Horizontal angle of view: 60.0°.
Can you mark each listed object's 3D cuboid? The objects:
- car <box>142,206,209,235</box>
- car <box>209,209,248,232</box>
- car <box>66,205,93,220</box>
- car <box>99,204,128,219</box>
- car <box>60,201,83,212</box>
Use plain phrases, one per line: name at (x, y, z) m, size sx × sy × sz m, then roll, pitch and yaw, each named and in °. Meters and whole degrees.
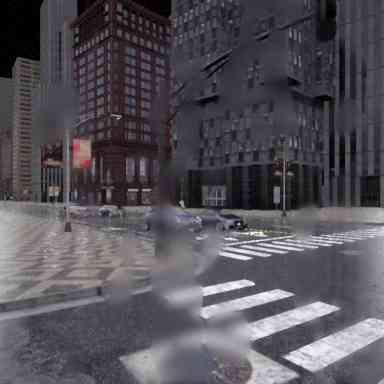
car at (-1.317, 1.669, 21.092) m, size 2.097 × 1.767 × 4.553 m, roll 0°, pitch -1°, yaw -36°
car at (1.767, 1.861, 22.369) m, size 1.994 × 1.385 × 4.181 m, roll 0°, pitch -1°, yaw -36°
car at (-12.530, 2.206, 36.718) m, size 1.812 × 1.442 × 4.674 m, roll 0°, pitch -1°, yaw -36°
car at (-8.876, 2.146, 37.201) m, size 1.837 × 1.490 × 4.892 m, roll 0°, pitch -1°, yaw -36°
car at (-18.404, 2.200, 50.624) m, size 2.128 × 1.511 × 4.902 m, roll 0°, pitch -1°, yaw -36°
